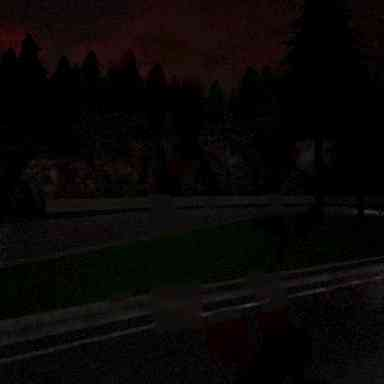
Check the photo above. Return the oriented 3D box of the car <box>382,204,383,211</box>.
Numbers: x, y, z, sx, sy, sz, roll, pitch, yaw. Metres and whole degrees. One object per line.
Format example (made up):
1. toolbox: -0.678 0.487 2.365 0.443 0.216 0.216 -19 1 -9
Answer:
1. car: 19.637 1.064 29.762 2.097 1.767 4.553 -1 1 -40
